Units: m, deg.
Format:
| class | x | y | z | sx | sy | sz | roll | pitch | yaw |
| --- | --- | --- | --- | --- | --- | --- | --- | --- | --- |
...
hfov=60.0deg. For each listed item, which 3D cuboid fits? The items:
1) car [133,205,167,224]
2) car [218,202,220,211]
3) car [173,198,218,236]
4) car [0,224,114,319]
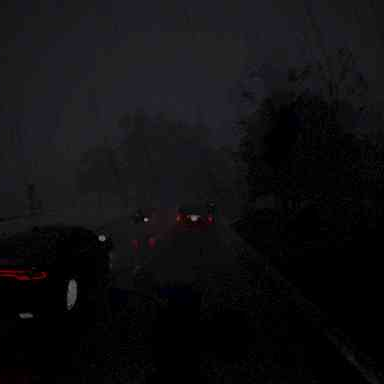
| class | x | y | z | sx | sy | sz | roll | pitch | yaw |
| --- | --- | --- | --- | --- | --- | --- | --- | --- | --- |
| car | -2.980 | 1.573 | 24.569 | 1.895 | 1.301 | 4.718 | 0 | 0 | 2 |
| car | 1.824 | 1.430 | 35.743 | 1.837 | 1.490 | 4.892 | -1 | 0 | 11 |
| car | 0.114 | 1.330 | 18.405 | 2.097 | 1.767 | 4.553 | 0 | 0 | 0 |
| car | -3.150 | 1.468 | 7.531 | 1.882 | 1.535 | 5.008 | 0 | 0 | 0 |
